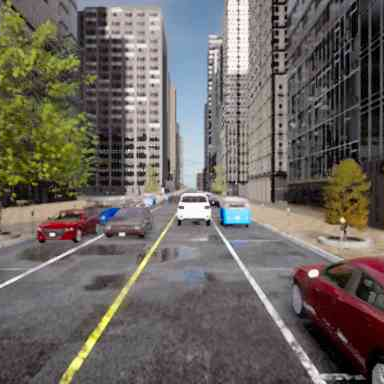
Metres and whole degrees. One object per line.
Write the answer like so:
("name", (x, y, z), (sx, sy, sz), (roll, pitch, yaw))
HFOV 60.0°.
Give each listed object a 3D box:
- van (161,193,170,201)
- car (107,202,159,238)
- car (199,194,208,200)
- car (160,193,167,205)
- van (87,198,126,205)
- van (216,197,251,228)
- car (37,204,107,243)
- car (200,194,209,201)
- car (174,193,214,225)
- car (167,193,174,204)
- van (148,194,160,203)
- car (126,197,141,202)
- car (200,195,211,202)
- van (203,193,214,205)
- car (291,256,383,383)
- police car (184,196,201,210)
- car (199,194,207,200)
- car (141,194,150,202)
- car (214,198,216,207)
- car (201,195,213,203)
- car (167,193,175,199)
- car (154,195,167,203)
("van", (-5.693, 1.033, 72.484), (1.690, 1.788, 3.998), (0, 0, 0))
("car", (-3.102, 1.487, 17.429), (2.033, 1.411, 5.357), (0, 0, 0))
("car", (2.687, 1.212, 78.154), (2.008, 1.369, 4.403), (0, 0, 0))
("car", (-5.693, 1.304, 55.310), (1.752, 1.417, 4.829), (0, 0, 0))
("van", (-5.691, 1.266, 21.468), (1.690, 1.788, 3.998), (0, 0, 0))
("van", (2.690, 1.266, 21.468), (1.690, 1.788, 3.998), (0, 0, 0))
("car", (-5.691, 1.490, 15.799), (1.887, 1.381, 4.507), (0, 0, 0))
("car", (2.687, 1.217, 72.657), (1.752, 1.417, 4.829), (0, 0, 0))
("car", (0.106, 1.137, 23.161), (2.150, 2.045, 5.566), (0, 0, -1))
("car", (-3.061, 1.274, 57.355), (1.837, 1.490, 4.892), (0, 0, 0))
("van", (-5.692, 1.173, 44.142), (1.690, 1.788, 3.998), (0, 0, 0))
("car", (-5.692, 1.344, 27.136), (1.967, 1.590, 4.097), (0, 0, 0))
("car", (2.687, 1.288, 66.818), (1.947, 1.339, 4.313), (0, 0, 0))
("van", (2.688, 1.120, 55.480), (1.690, 1.788, 3.998), (0, 0, 0))
("car", (2.690, 1.529, 4.464), (1.887, 1.381, 4.507), (0, 0, 0))
("police car", (0.097, 1.344, 41.647), (2.038, 1.542, 4.974), (0, 0, 0))
("car", (2.687, 1.153, 83.995), (1.752, 1.417, 4.829), (0, 0, 0))
("car", (-5.692, 1.321, 32.804), (1.967, 1.590, 4.097), (0, 0, 0))
("car", (2.688, 1.398, 44.144), (1.947, 1.339, 4.313), (0, 0, 0))
("car", (2.688, 1.316, 61.149), (1.947, 1.339, 4.313), (0, 0, 0))
("car", (-5.693, 1.035, 89.490), (1.967, 1.590, 4.097), (0, 0, 0))
("car", (-5.693, 1.301, 61.148), (2.008, 1.369, 4.403), (0, 0, 0))
